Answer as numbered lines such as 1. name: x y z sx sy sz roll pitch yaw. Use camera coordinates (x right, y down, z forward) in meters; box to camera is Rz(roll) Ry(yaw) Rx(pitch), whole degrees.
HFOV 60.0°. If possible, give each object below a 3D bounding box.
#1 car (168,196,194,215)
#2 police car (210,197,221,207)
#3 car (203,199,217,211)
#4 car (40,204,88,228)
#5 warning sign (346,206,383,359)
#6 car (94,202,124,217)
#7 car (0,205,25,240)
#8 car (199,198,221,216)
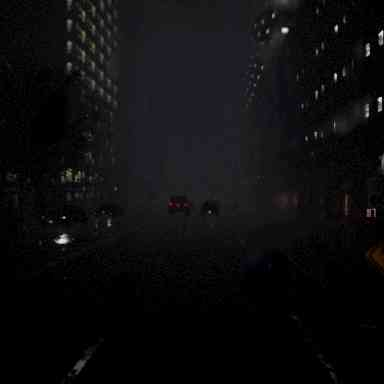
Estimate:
1. car: -1.308 1.430 36.437 2.150 2.045 5.566 0 0 3
2. police car: 4.195 1.812 59.793 1.930 1.638 5.238 0 0 3
3. car: 2.514 1.782 47.520 1.882 1.535 5.008 0 0 3
4. car: -8.709 1.591 23.129 1.812 1.442 4.674 0 0 3
5. warning sign: 3.060 1.171 4.644 1.300 1.860 1.060 2 1 3
6. car: -8.153 1.693 33.098 1.994 1.385 4.181 0 0 4
7. car: -9.179 1.359 14.162 2.097 1.767 4.553 0 0 3
8. car: 1.869 1.734 35.061 1.837 1.490 4.892 0 0 3
